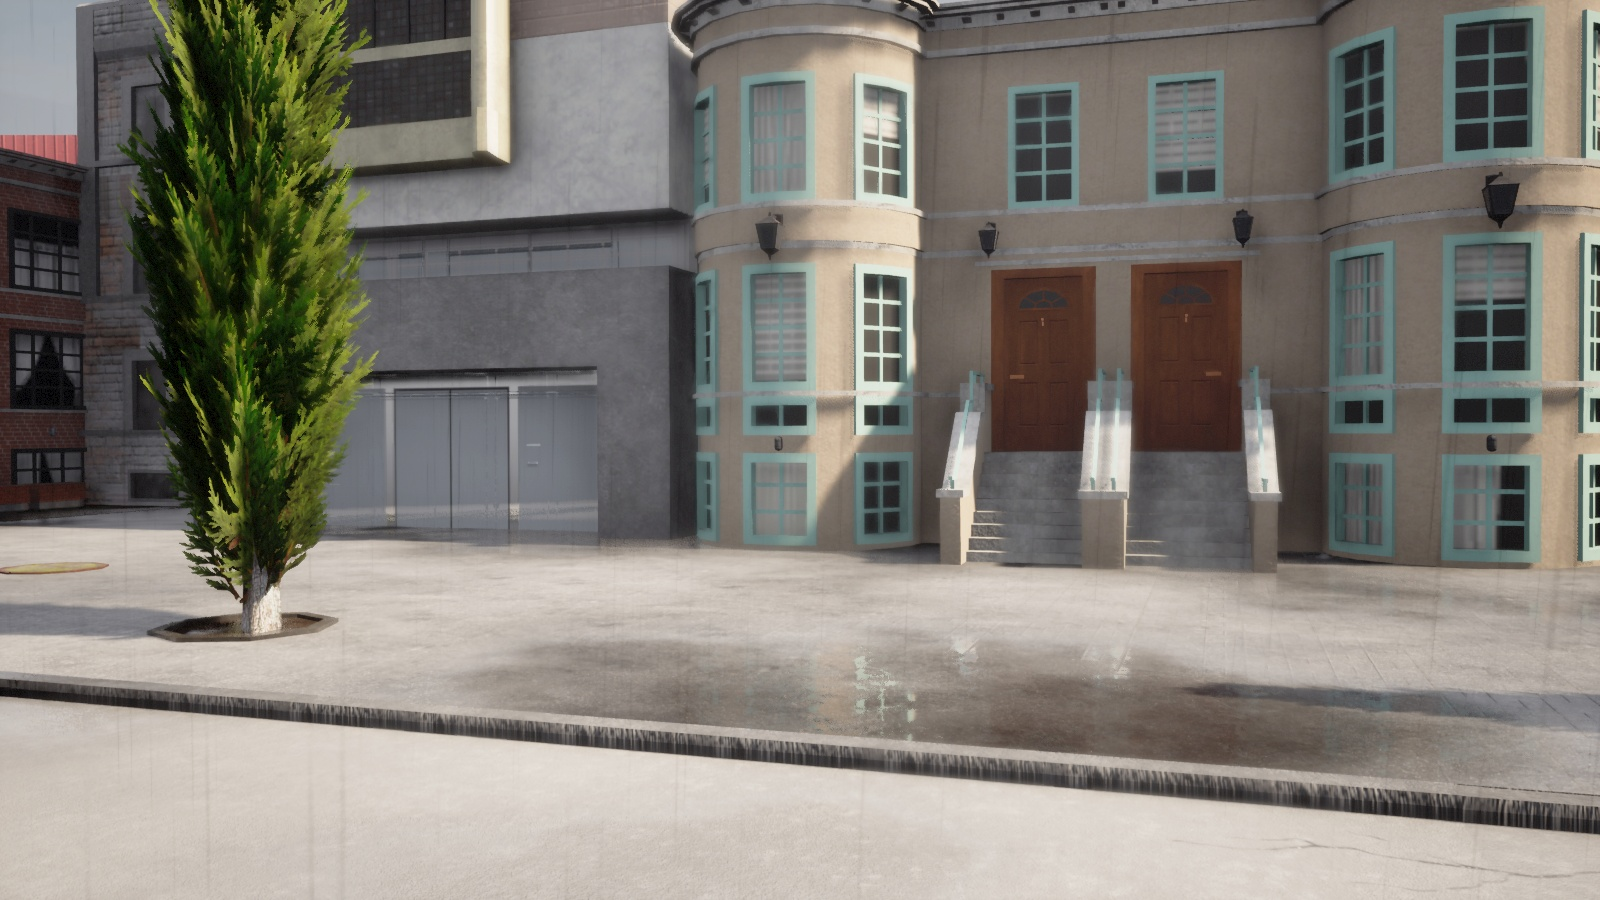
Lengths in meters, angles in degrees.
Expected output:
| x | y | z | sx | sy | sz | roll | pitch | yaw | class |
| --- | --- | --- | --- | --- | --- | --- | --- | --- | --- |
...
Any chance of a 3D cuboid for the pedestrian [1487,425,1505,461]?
| x | y | z | sx | sy | sz | roll | pitch | yaw | class |
| --- | --- | --- | --- | --- | --- | --- | --- | --- | --- |
| 36.424 | -0.384 | 65.729 | 0.634 | 1.844 | 0.899 | 0 | 1 | 17 | pedestrian |
